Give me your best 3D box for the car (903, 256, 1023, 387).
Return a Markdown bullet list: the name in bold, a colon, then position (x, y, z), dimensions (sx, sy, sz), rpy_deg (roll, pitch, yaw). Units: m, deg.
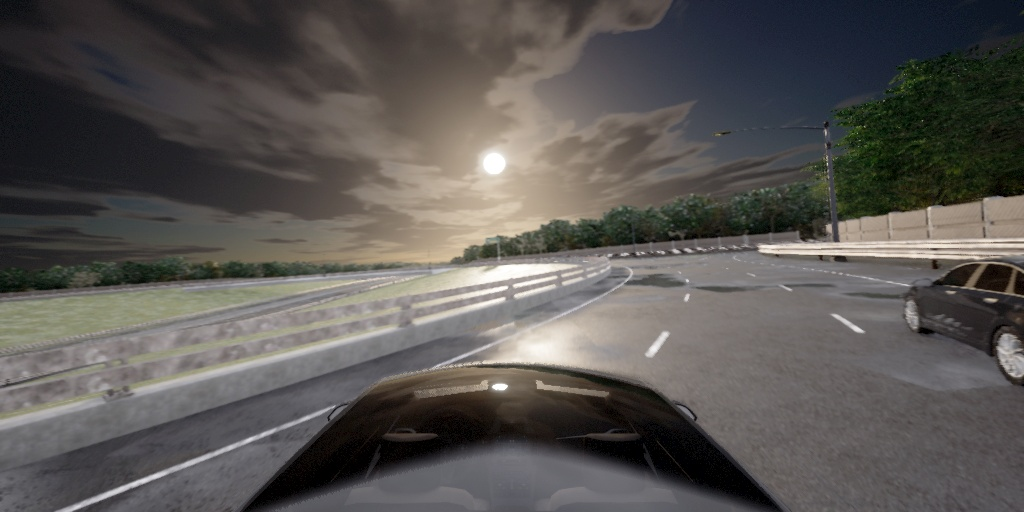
- **car**: position (7.523, 0.725, 5.050), dimensions (1.837, 1.490, 4.892), rpy_deg (-4, 0, 32)
